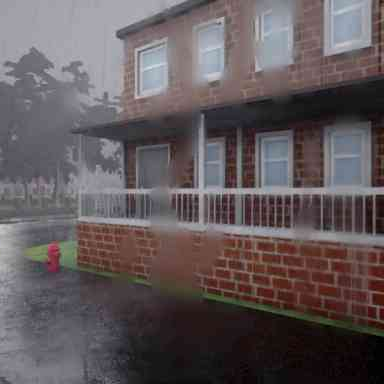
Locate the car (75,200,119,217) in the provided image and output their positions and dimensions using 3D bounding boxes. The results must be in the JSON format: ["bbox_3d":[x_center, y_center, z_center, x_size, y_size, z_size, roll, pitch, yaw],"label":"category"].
[{"bbox_3d":[-7.610,1.505,28.483,1.837,1.490,4.892,0,0,36],"label":"car"}]
